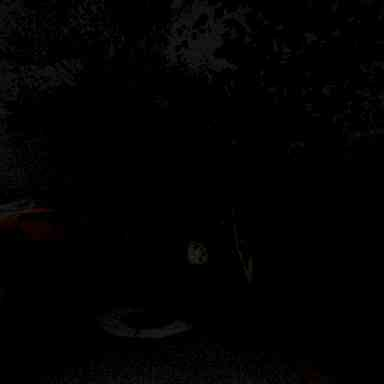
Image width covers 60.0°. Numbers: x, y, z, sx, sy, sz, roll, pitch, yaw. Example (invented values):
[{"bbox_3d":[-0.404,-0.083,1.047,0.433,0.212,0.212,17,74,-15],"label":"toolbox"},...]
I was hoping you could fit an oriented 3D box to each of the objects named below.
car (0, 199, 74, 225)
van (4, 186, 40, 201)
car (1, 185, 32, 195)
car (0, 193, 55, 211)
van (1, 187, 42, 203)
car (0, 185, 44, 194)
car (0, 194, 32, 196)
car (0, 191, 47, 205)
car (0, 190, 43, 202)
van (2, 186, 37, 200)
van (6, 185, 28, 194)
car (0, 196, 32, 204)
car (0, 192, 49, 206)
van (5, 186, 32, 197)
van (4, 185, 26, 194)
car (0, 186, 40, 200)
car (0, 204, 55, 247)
[{"bbox_3d":[-10.492,1.278,22.239,4.674,1.452,2.002,1,1,-29],"label":"car"},{"bbox_3d":[-23.764,0.248,46.523,4.442,1.987,1.878,1,1,-29],"label":"van"},{"bbox_3d":[-37.343,-0.390,70.804,5.566,2.045,2.435,1,1,-29],"label":"car"},{"bbox_3d":[-15.867,0.928,31.920,4.792,1.488,2.163,1,1,-29],"label":"car"},{"bbox_3d":[-21.275,0.370,41.552,4.442,1.987,1.878,1,1,-29],"label":"van"},{"bbox_3d":[-14.472,0.733,29.519,5.566,2.045,2.435,1,1,-29],"label":"car"},{"bbox_3d":[-11.989,1.147,24.573,5.366,1.575,1.946,1,1,-29],"label":"car"},{"bbox_3d":[-19.830,0.694,39.214,4.792,1.488,2.163,1,1,-29],"label":"car"},{"bbox_3d":[-22.528,0.533,44.048,5.008,1.535,2.097,1,1,-29],"label":"car"},{"bbox_3d":[-25.307,0.184,48.835,4.442,1.987,1.878,1,1,-29],"label":"van"},{"bbox_3d":[-39.835,-0.481,75.614,4.442,1.987,1.878,1,1,-29],"label":"van"},{"bbox_3d":[-7.840,1.279,17.513,4.553,1.767,2.185,1,1,-29],"label":"car"},{"bbox_3d":[-18.555,0.763,36.904,4.792,1.488,2.163,1,1,-29],"label":"car"},{"bbox_3d":[-33.199,-0.180,63.603,4.442,1.987,1.878,1,1,-29],"label":"van"},{"bbox_3d":[-41.442,-0.548,78.042,4.442,1.987,1.878,1,0,-29],"label":"van"},{"bbox_3d":[-26.568,0.099,51.301,5.566,2.045,2.435,1,1,-29],"label":"car"},{"bbox_3d":[-6.537,1.488,15.073,5.008,1.535,2.097,1,1,-29],"label":"car"}]
